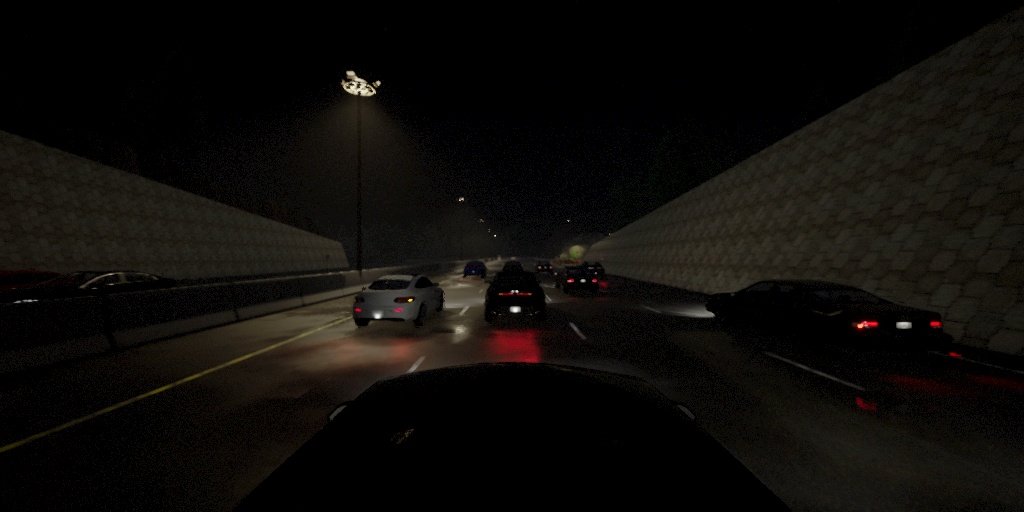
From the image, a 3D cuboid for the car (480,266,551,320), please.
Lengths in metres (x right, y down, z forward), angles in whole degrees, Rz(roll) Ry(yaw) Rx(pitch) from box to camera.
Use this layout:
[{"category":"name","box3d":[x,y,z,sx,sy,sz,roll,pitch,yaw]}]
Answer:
[{"category":"car","box3d":[0.094,1.257,12.543,1.837,1.490,4.892,0,0,0]}]

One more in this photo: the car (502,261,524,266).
[{"category":"car","box3d":[0.081,1.233,34.029,1.882,1.535,5.008,0,0,0]}]

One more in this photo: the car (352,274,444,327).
[{"category":"car","box3d":[-3.406,1.277,11.401,1.812,1.442,4.674,0,0,0]}]

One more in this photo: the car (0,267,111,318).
[{"category":"car","box3d":[-17.512,1.229,12.289,1.882,1.535,5.008,0,0,0]}]

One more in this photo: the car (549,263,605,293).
[{"category":"car","box3d":[3.589,1.301,20.632,2.033,1.411,5.357,0,0,0]}]

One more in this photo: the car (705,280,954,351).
[{"category":"car","box3d":[7.096,1.300,9.003,2.033,1.411,5.357,0,0,0]}]

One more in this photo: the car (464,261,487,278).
[{"category":"car","box3d":[-3.419,1.232,34.055,1.882,1.535,5.008,0,0,0]}]

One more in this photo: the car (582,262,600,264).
[{"category":"car","box3d":[7.084,1.248,32.718,2.128,1.511,4.902,0,0,0]}]

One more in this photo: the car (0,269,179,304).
[{"category":"car","box3d":[-14.016,1.243,12.014,2.128,1.511,4.902,0,0,0]}]

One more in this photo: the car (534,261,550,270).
[{"category":"car","box3d":[3.578,1.304,41.062,2.033,1.411,5.357,0,0,0]}]
